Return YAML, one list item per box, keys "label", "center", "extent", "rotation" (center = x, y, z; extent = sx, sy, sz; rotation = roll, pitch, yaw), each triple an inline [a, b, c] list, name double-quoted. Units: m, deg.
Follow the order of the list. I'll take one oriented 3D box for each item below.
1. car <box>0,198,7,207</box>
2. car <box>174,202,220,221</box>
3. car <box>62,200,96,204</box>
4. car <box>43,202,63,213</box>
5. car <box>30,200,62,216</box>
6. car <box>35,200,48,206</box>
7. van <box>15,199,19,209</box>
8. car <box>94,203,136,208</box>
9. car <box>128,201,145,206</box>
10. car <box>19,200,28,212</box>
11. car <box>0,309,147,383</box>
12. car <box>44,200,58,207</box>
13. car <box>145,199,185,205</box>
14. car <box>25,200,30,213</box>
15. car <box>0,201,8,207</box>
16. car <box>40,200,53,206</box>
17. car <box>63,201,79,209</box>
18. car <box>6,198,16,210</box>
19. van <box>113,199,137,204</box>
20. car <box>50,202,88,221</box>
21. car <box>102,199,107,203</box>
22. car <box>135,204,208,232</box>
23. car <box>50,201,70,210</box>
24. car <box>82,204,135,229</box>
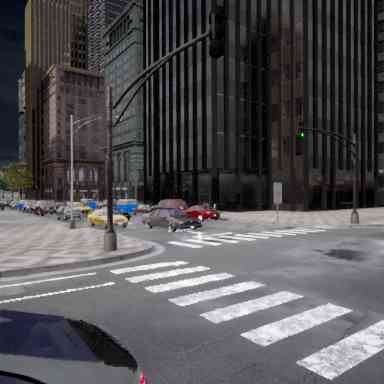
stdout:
- label: "car"
  center: [-41.308, 2.668, 73.665]
  extent: [1.887, 1.381, 4.507]
  rotation: [-1, 0, -35]
- label: "car"
  center: [0.615, 1.830, 29.499]
  extent: [1.887, 1.381, 4.507]
  rotation: [-1, 0, -35]
- label: "car"
  center: [-13.306, 2.002, 38.970]
  extent: [1.882, 1.535, 5.008]
  rotation: [0, -1, -36]
- label: "car"
  center: [-20.638, 2.221, 49.380]
  extent: [1.812, 1.442, 4.674]
  rotation: [0, -1, -35]
- label: "car"
  center: [-17.679, 1.902, 40.480]
  extent: [2.192, 1.841, 5.009]
  rotation: [-1, 0, -35]
- label: "car"
  center: [-37.786, 2.712, 83.418]
  extent: [2.008, 1.369, 4.403]
  rotation: [-1, 0, -35]
- label: "van"
  center: [-26.181, 2.124, 52.419]
  extent: [1.690, 1.788, 3.998]
  rotation: [-1, 0, -35]
- label: "car"
  center: [-7.303, 1.985, 30.525]
  extent: [1.895, 1.301, 4.718]
  rotation: [0, -1, -35]
- label: "car"
  center: [-5.277, 2.006, 37.793]
  extent: [1.802, 1.307, 4.206]
  rotation: [-1, 0, -35]
- label: "car"
  center: [-23.344, 2.158, 48.439]
  extent: [1.967, 1.590, 4.097]
  rotation: [-1, 0, -35]
- label: "car"
  center: [-2.318, 1.564, 1.961]
  extent: [4.181, 1.385, 1.994]
  rotation: [0, 0, -35]
- label: "car"
  center: [-31.750, 2.597, 74.942]
  extent: [1.947, 1.339, 4.313]
  rotation: [-1, 0, -35]
- label: "car"
  center: [-2.336, 1.670, 33.646]
  extent: [2.192, 1.841, 5.009]
  rotation: [-1, 0, -35]
- label: "car"
  center: [-20.508, 2.197, 44.460]
  extent: [1.887, 1.381, 4.507]
  rotation: [-1, 0, -35]
- label: "car"
  center: [-44.426, 2.772, 78.045]
  extent: [1.802, 1.307, 4.206]
  rotation: [-1, 0, -35]
- label: "car"
  center: [-34.769, 2.662, 79.181]
  extent: [1.947, 1.339, 4.313]
  rotation: [-1, 0, -35]
- label: "car"
  center: [-22.697, 2.408, 62.230]
  extent: [1.802, 1.307, 4.206]
  rotation: [-1, 0, -35]
- label: "car"
  center: [-31.951, 2.355, 60.524]
  extent: [1.967, 1.590, 4.097]
  rotation: [-1, 0, -35]
- label: "van"
  center: [-8.228, 1.834, 41.940]
  extent: [1.690, 1.788, 3.998]
  rotation: [-1, 0, -35]
- label: "car"
  center: [-12.005, 2.005, 32.520]
  extent: [2.008, 1.369, 4.403]
  rotation: [-1, 0, -35]
- label: "car"
  center: [-11.175, 1.877, 46.087]
  extent: [2.192, 1.841, 5.009]
  rotation: [-1, 0, -35]
- label: "car"
  center: [-1.529, 1.795, 22.414]
  extent: [2.033, 1.411, 5.357]
  rotation: [0, -1, -36]
- label: "car"
  center: [-23.051, 2.342, 57.981]
  extent: [2.033, 1.411, 5.357]
  rotation: [0, -1, -35]
- label: "car"
  center: [-6.239, 1.844, 24.422]
  extent: [1.752, 1.417, 4.829]
  rotation: [-1, 0, -35]
